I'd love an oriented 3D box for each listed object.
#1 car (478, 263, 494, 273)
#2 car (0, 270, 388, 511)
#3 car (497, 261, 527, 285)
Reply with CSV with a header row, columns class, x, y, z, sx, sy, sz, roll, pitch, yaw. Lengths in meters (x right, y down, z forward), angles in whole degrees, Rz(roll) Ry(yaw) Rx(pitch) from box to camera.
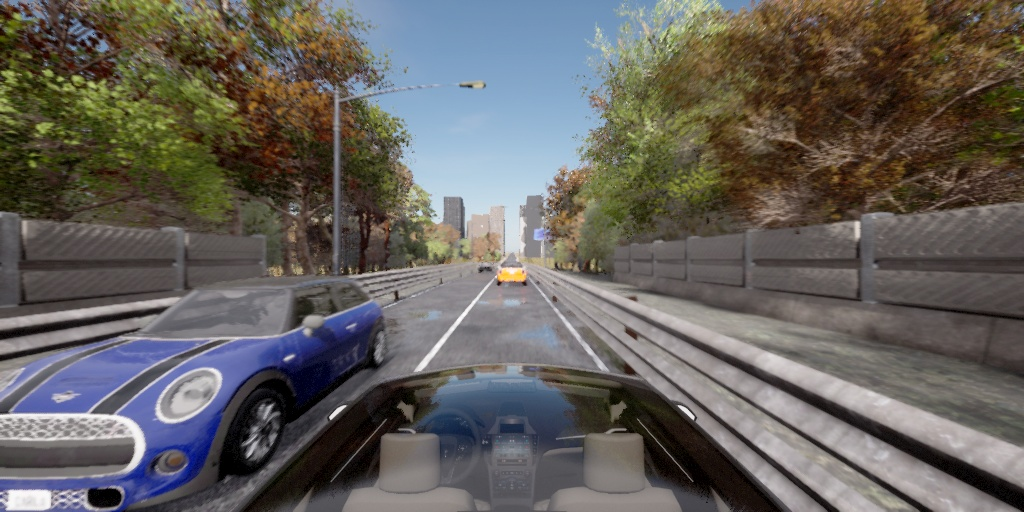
class,x,y,z,sx,sy,sz,roll,pitch,yaw
car,-3.328,1.574,46.431,1.895,1.301,4.718,0,-1,0
car,-3.349,1.094,4.732,2.097,1.767,4.553,0,0,0
car,0.002,1.129,26.142,2.097,1.767,4.553,0,0,0
